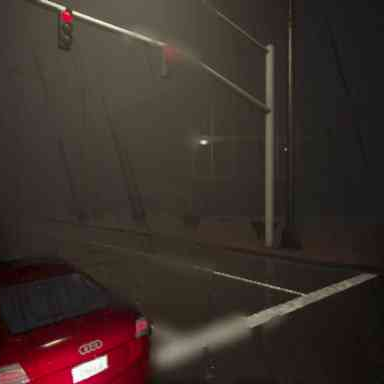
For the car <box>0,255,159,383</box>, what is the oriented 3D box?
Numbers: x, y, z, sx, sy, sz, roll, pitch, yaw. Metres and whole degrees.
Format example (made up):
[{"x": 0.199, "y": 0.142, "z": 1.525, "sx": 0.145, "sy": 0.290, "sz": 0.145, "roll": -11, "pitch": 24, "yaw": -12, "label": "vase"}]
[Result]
[{"x": -2.353, "y": 1.582, "z": 4.417, "sx": 4.181, "sy": 1.385, "sz": 1.994, "roll": 0, "pitch": 1, "yaw": 44, "label": "car"}]
